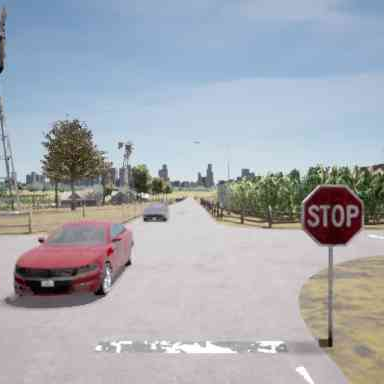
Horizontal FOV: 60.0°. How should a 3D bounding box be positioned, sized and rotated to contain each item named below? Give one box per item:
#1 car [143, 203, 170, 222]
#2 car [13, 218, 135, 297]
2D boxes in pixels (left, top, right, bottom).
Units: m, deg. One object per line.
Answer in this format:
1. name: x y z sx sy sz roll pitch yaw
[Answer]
1. car: -2.789 1.638 27.211 2.033 1.411 5.357 0 0 0
2. car: -2.775 1.508 8.884 1.882 1.535 5.008 0 -1 0
